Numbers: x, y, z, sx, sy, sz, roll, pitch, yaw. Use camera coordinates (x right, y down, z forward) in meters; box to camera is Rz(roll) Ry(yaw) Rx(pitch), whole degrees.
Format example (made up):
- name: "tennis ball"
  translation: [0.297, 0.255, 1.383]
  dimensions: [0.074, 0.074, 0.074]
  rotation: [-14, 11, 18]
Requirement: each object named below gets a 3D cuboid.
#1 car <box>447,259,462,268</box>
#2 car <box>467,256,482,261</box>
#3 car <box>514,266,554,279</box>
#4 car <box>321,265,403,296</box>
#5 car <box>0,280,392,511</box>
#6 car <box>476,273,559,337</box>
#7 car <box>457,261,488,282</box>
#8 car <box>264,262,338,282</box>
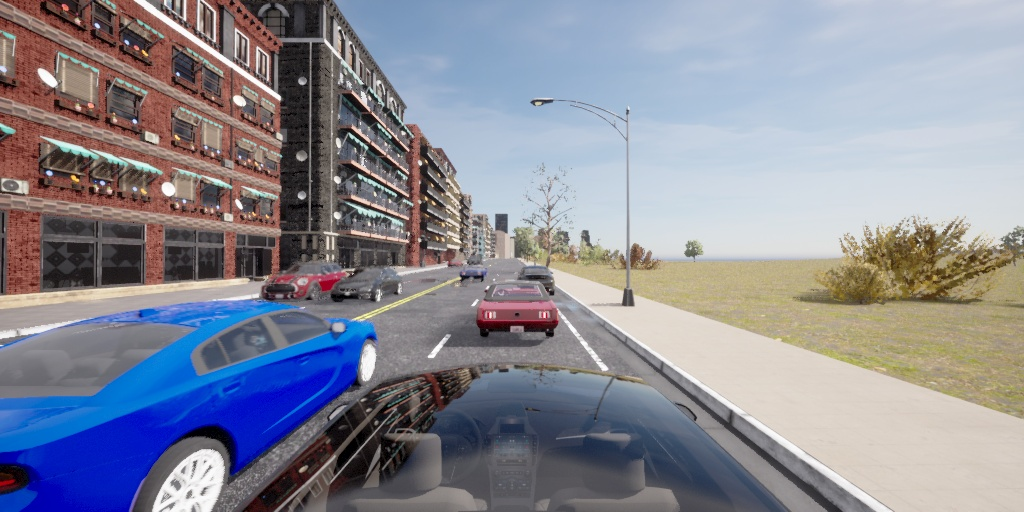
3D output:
- name: "car"
  translation: [-9.573, 1.227, 60.184]
  dimensions: [1.882, 1.535, 5.008]
  rotation: [0, 0, 1]
- name: "car"
  translation: [-6.324, 0.974, 60.443]
  dimensions: [2.150, 2.045, 5.566]
  rotation: [0, 0, 1]
- name: "car"
  translation: [1.213, 1.257, 19.446]
  dimensions: [1.837, 1.490, 4.892]
  rotation: [0, 0, 0]
- name: "car"
  translation: [-6.538, 1.257, 16.676]
  dimensions: [1.837, 1.490, 4.892]
  rotation: [0, 0, 0]
- name: "car"
  translation: [-3.143, 1.228, 3.916]
  dimensions: [1.882, 1.535, 5.008]
  rotation: [0, 0, 0]
- name: "car"
  translation: [0.135, 1.352, 10.246]
  dimensions: [1.895, 1.301, 4.718]
  rotation: [0, 0, 0]
- name: "car"
  translation: [-3.032, 1.353, 29.361]
  dimensions: [1.895, 1.301, 4.718]
  rotation: [0, 0, 0]
- name: "car"
  translation: [-9.785, 1.104, 17.336]
  dimensions: [2.097, 1.767, 4.553]
  rotation: [0, 0, 0]
